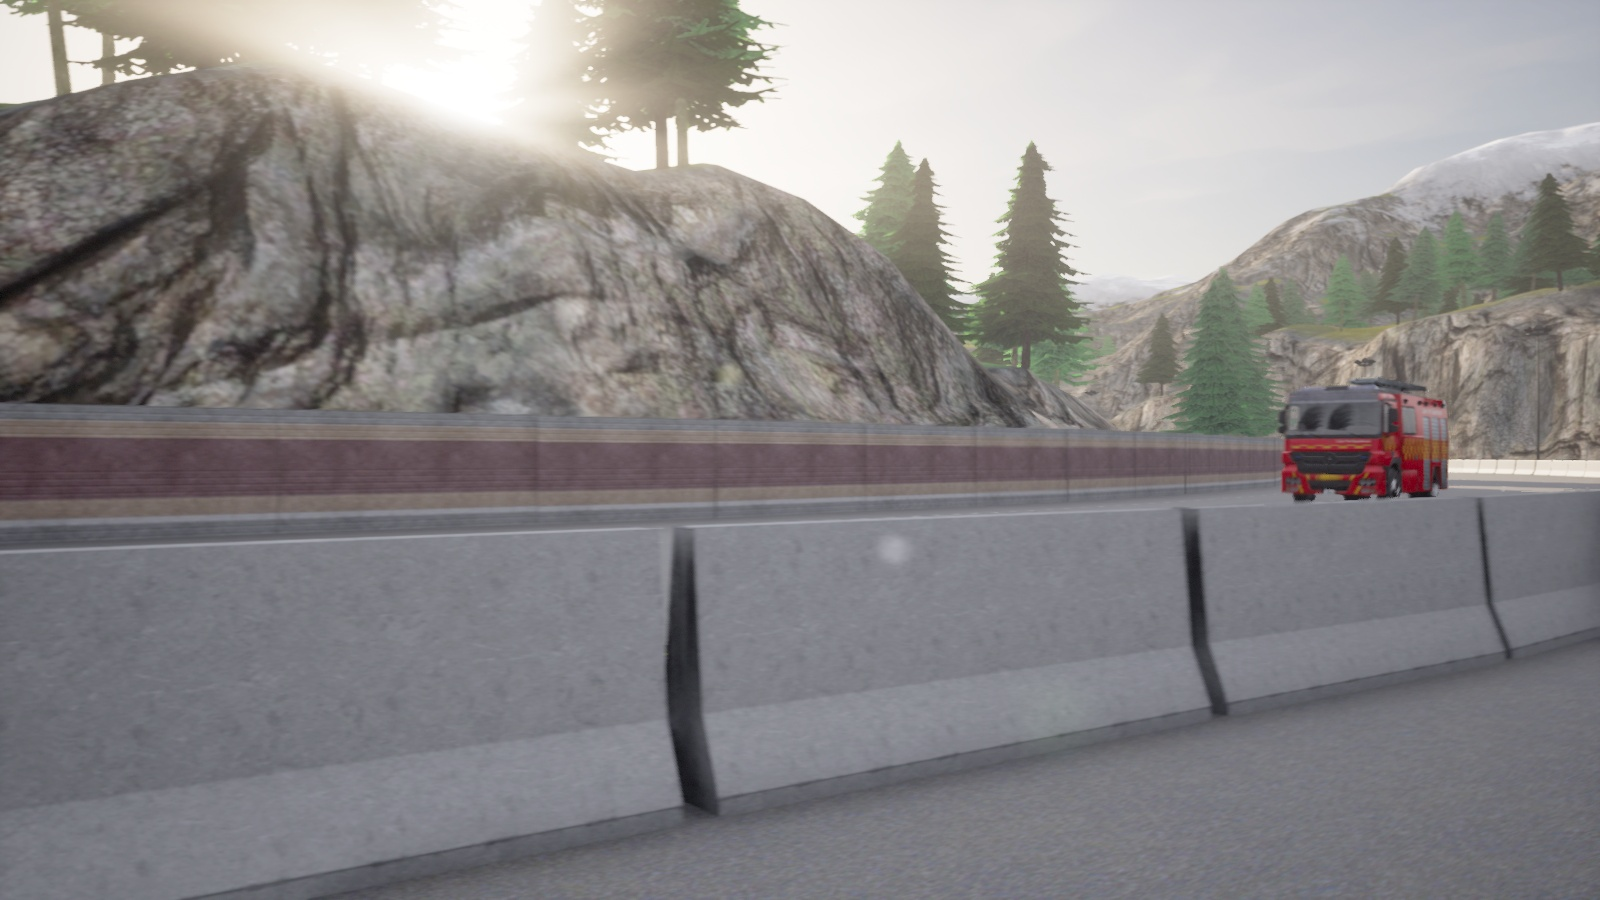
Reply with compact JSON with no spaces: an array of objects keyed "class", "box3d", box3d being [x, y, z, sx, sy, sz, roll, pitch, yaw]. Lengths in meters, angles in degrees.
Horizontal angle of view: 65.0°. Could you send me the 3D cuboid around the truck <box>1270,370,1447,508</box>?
[{"class":"truck","box3d":[17.493,-0.300,38.977,2.891,3.827,8.468,0,0,39]}]
